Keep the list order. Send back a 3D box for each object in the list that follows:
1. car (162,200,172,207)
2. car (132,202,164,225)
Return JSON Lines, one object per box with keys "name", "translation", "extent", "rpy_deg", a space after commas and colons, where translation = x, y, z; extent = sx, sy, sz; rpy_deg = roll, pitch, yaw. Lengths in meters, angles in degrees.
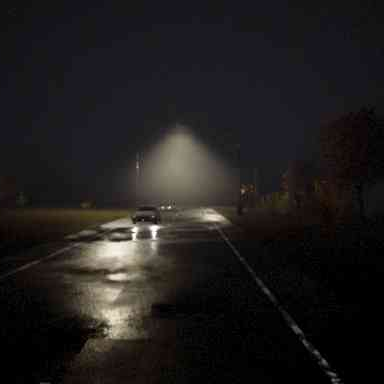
{"name": "car", "translation": [-5.254, 2.255, 68.076], "extent": [1.994, 1.385, 4.181], "rpy_deg": [0, -1, -7]}
{"name": "car", "translation": [-3.585, 1.795, 26.658], "extent": [1.812, 1.442, 4.674], "rpy_deg": [0, -1, 0]}
